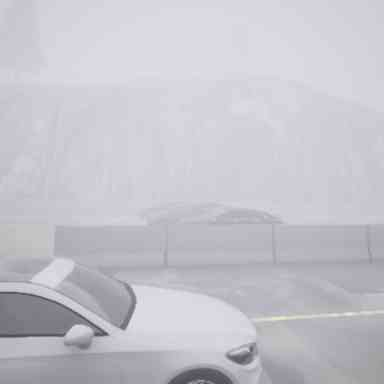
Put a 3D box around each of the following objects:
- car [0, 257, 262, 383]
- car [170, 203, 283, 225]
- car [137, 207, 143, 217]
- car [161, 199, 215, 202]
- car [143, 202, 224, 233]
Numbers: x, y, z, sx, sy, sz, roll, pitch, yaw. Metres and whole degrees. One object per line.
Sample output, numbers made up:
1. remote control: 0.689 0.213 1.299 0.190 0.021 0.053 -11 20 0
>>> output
1. car: -1.616 1.468 3.474 4.674 1.442 1.812 1 0 -10
2. car: 1.701 1.430 14.952 4.892 1.490 1.837 1 0 -11
3. car: -1.642 1.306 25.000 4.892 1.490 1.837 1 0 -11
4. car: 0.648 1.366 21.876 4.892 1.490 1.837 1 0 -11
5. car: -0.385 1.432 18.121 4.181 1.385 1.994 1 0 -11
